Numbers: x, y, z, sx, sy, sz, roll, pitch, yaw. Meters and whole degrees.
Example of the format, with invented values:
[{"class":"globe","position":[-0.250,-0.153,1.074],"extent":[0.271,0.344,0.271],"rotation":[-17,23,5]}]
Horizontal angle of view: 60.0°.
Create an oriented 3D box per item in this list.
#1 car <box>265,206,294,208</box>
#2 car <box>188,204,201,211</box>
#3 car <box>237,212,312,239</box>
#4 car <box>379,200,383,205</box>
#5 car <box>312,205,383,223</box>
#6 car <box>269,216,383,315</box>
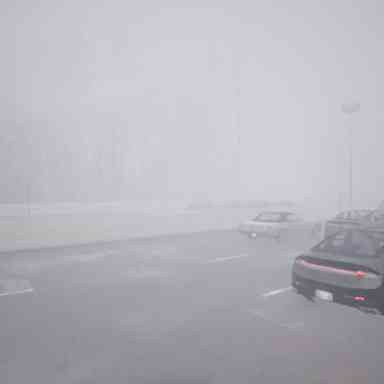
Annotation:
[{"class":"car","position":[9.777,1.616,35.666],"extent":[1.994,1.385,4.181],"rotation":[0,0,45]},{"class":"car","position":[1.171,1.634,41.905],"extent":[4.181,1.385,1.994],"rotation":[0,0,-45]},{"class":"car","position":[4.480,1.625,16.285],"extent":[4.718,1.301,1.895],"rotation":[0,0,-40]},{"class":"car","position":[16.968,1.385,27.751],"extent":[4.553,1.767,2.097],"rotation":[0,0,-45]},{"class":"car","position":[7.568,1.509,14.333],"extent":[4.902,1.511,2.128],"rotation":[0,0,-40]},{"class":"car","position":[4.112,1.502,7.021],"extent":[4.902,1.511,2.128],"rotation":[0,0,-38]}]
